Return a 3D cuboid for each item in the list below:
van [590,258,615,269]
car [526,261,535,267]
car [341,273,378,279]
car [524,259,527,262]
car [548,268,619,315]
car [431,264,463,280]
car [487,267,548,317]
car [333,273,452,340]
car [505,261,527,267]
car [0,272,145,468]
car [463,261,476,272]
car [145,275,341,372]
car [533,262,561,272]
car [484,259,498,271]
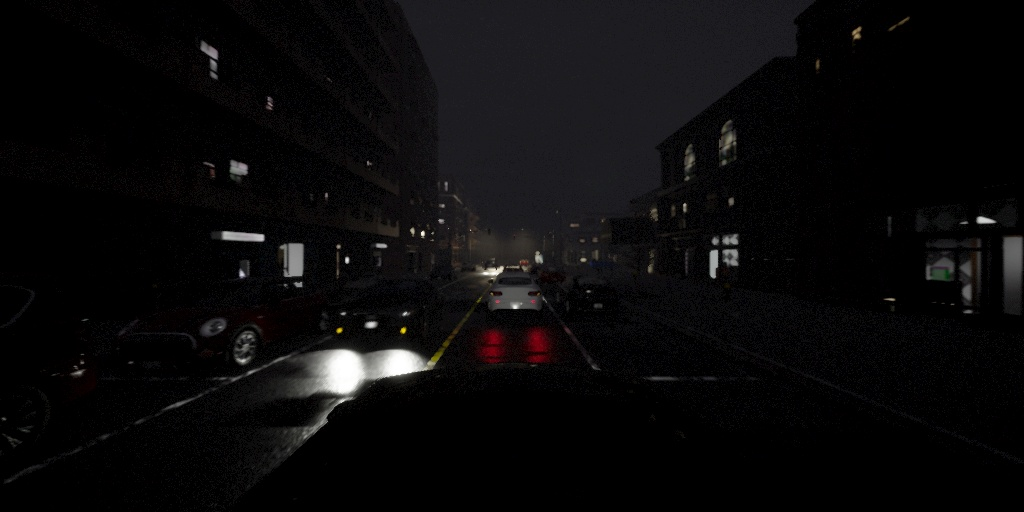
[{"bbox_3d":[14.652,1.285,58.295,3.998,1.789,1.690,0,0,0],"label":"van"},{"bbox_3d":[2.688,1.363,36.130,1.888,1.381,4.507,0,0,0],"label":"car"},{"bbox_3d":[-5.691,1.319,13.348,2.007,1.370,4.403,0,0,0],"label":"car"},{"bbox_3d":[2.687,1.358,41.997,1.751,1.417,4.829,0,0,0],"label":"car"},{"bbox_3d":[2.689,1.319,13.345,2.007,1.370,4.403,0,0,0],"label":"car"},{"bbox_3d":[-5.693,1.370,30.438,1.948,1.339,4.313,0,0,0],"label":"car"},{"bbox_3d":[0.099,1.294,13.114,1.812,1.442,4.674,0,0,0],"label":"car"},{"bbox_3d":[-3.100,1.327,9.879,1.994,1.385,4.181,0,0,0],"label":"car"},{"bbox_3d":[0.099,1.411,33.180,1.895,1.301,4.718,0,0,0],"label":"car"},{"bbox_3d":[-5.691,1.065,1.954,2.192,1.841,5.009,0,0,0],"label":"car"},{"bbox_3d":[-5.694,1.374,47.357,1.751,1.417,4.829,0,0,0],"label":"car"},{"bbox_3d":[-5.691,1.199,7.652,1.967,1.591,4.097,0,0,0],"label":"car"},{"bbox_3d":[2.688,1.336,24.736,1.888,1.381,4.507,0,0,0],"label":"car"},{"bbox_3d":[-3.004,1.191,51.784,2.128,1.511,4.902,0,0,0],"label":"car"}]
